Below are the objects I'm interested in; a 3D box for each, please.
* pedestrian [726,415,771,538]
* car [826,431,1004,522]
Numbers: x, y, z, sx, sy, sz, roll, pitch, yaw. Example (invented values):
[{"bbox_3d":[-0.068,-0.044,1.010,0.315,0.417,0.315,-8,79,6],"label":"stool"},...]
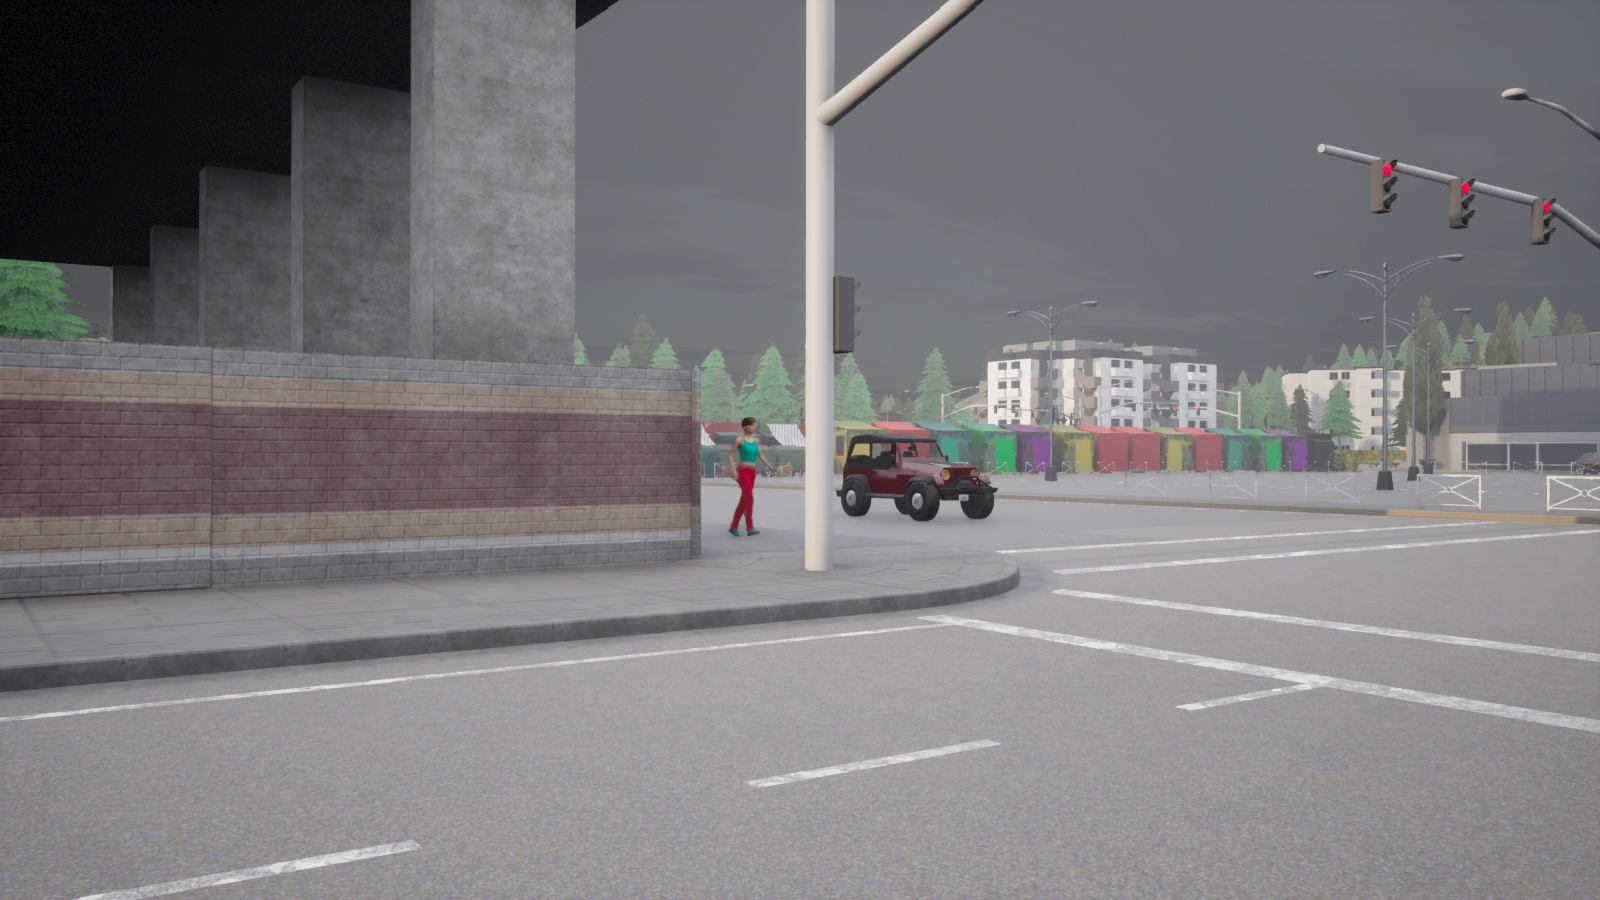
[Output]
[{"bbox_3d":[-0.785,0.394,19.077,0.594,1.836,0.345,0,0,41],"label":"pedestrian"},{"bbox_3d":[2.491,0.549,28.043,1.905,1.878,3.866,0,0,-35],"label":"car"}]
